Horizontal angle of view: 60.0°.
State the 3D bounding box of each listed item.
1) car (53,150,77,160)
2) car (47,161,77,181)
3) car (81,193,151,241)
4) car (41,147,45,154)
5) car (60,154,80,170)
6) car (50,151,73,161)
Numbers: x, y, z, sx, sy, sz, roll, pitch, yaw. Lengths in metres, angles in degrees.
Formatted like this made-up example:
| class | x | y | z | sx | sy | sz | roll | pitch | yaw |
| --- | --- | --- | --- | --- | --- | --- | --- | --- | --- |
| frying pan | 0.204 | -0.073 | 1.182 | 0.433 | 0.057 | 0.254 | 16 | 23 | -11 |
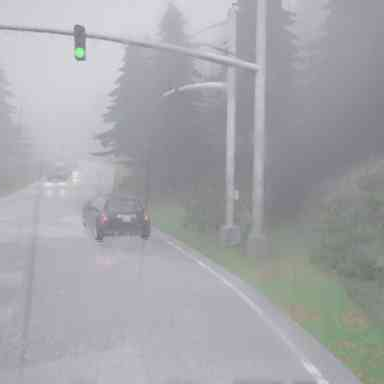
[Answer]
| class | x | y | z | sx | sy | sz | roll | pitch | yaw |
| --- | --- | --- | --- | --- | --- | --- | --- | --- | --- |
| car | -23.858 | -6.933 | 62.530 | 5.008 | 1.535 | 1.882 | 10 | 10 | 38 |
| car | -13.697 | -2.050 | 34.708 | 2.033 | 1.411 | 5.357 | -1 | 10 | -11 |
| car | -3.361 | 0.828 | 14.227 | 2.097 | 1.767 | 4.553 | 1 | 5 | -26 |
| car | -32.714 | -8.501 | 67.794 | 5.566 | 2.045 | 2.150 | 7 | 7 | 21 |
| car | -16.492 | -3.970 | 45.623 | 2.128 | 1.511 | 4.902 | -2 | 10 | -18 |
| car | -22.698 | -6.051 | 56.820 | 1.882 | 1.535 | 5.008 | -4 | 12 | -40 |
